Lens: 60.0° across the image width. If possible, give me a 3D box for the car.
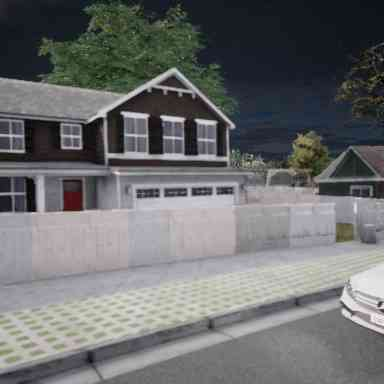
[{"bbox_3d":[4.609,1.487,5.673,4.674,1.442,1.812,0,0,-30],"label":"car"}]
